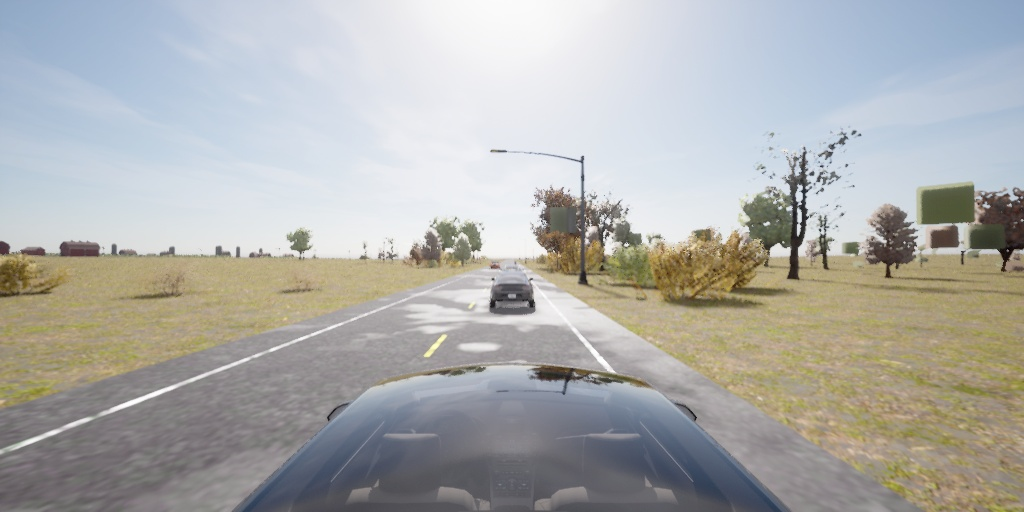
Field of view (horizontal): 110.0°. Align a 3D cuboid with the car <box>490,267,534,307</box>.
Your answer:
[{"bbox_3d":[0.009,1.411,16.237,1.812,1.442,4.674,0,0,0],"label":"car"}]

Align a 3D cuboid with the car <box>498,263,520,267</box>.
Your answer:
[{"bbox_3d":[0.011,1.528,31.155,1.837,1.490,4.892,0,0,0],"label":"car"}]
